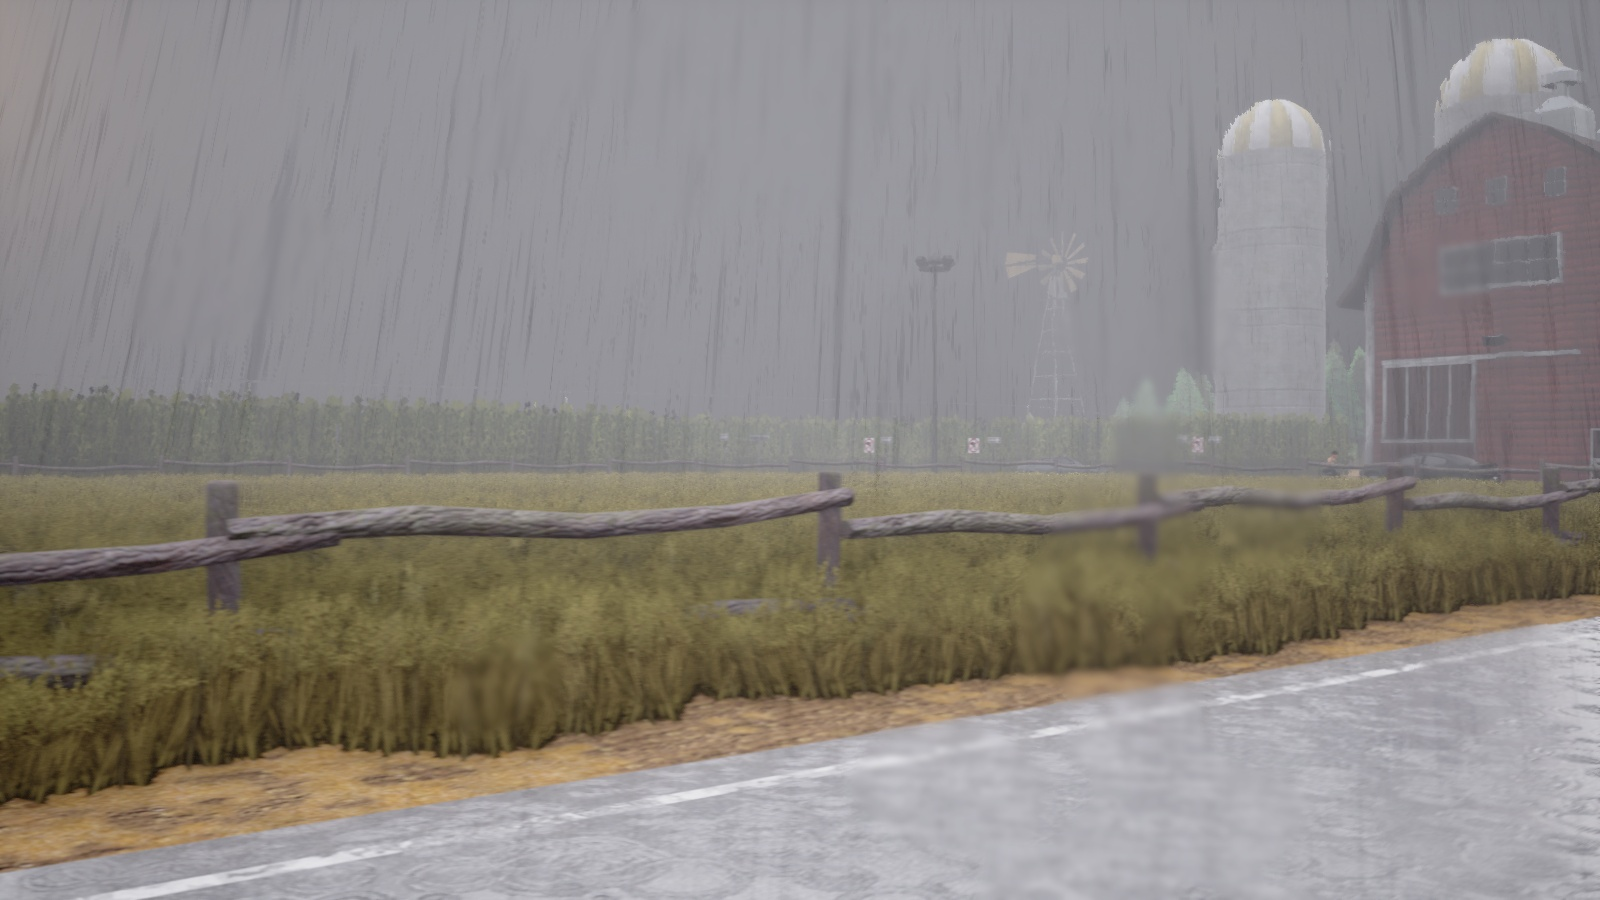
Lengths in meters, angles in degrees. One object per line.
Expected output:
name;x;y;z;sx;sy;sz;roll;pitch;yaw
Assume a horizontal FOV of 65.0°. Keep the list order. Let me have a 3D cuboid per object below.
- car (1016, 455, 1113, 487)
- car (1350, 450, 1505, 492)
car;11.854;0.911;56.213;4.181;1.385;1.994;0;0;14
car;23.977;0.778;48.141;1.882;1.535;5.008;0;0;-38
